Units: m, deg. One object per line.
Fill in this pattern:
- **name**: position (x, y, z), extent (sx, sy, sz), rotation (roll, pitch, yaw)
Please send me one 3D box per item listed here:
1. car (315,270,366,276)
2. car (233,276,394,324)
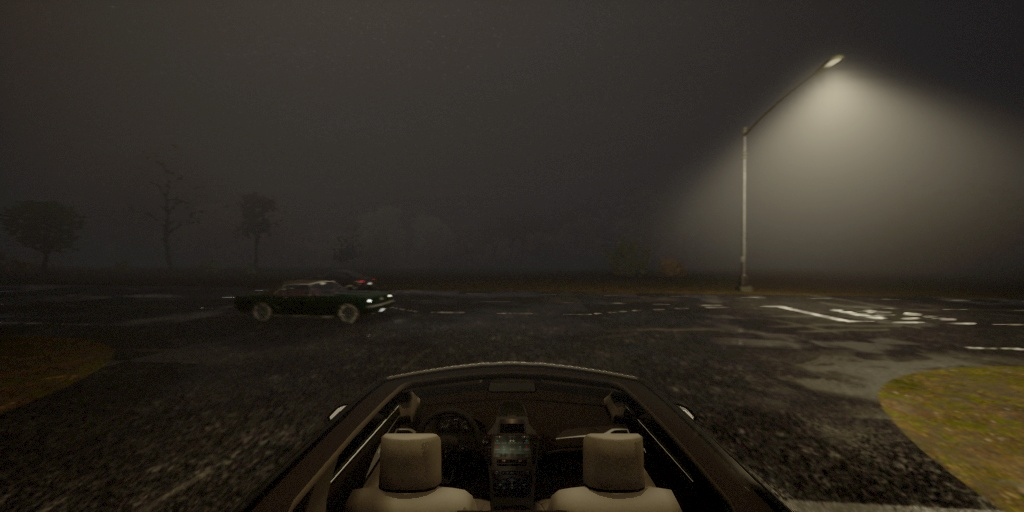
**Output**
- **car**: position (-9.630, 1.443, 19.509), extent (4.181, 1.385, 1.994), rotation (0, 0, 6)
- **car**: position (-6.538, 1.483, 12.159), extent (4.718, 1.301, 1.895), rotation (0, 0, 6)
